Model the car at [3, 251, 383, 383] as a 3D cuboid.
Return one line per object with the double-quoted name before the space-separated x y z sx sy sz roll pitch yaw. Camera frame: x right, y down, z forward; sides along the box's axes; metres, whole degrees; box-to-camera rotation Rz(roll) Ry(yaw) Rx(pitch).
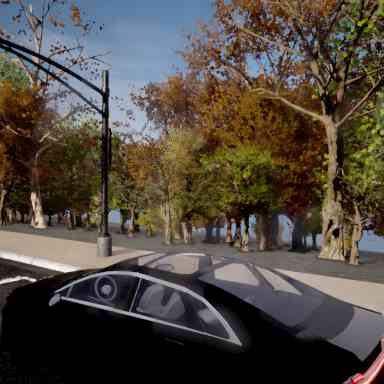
"car" -0.395 1.491 3.974 4.902 1.511 2.128 0 0 36
